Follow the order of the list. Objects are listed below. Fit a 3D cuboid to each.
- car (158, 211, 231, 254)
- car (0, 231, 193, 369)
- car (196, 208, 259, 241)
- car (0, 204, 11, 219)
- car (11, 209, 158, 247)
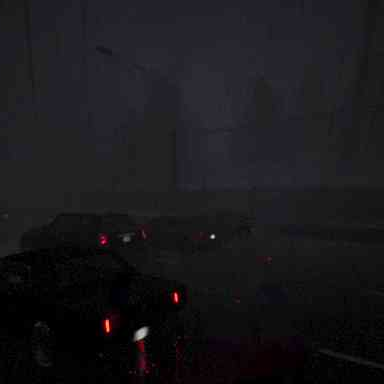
[{"bbox_3d":[-0.880,1.600,13.215,4.181,1.385,1.994,0,0,35],"label":"car"},{"bbox_3d":[-2.489,1.624,5.766,4.718,1.301,1.895,0,0,35],"label":"car"},{"bbox_3d":[0.820,1.531,16.302,4.902,1.511,2.128,0,0,35],"label":"car"},{"bbox_3d":[-17.416,1.736,29.302,4.718,1.301,1.895,0,0,35],"label":"car"},{"bbox_3d":[-3.621,1.392,10.871,4.553,1.767,2.097,0,0,35],"label":"car"}]
